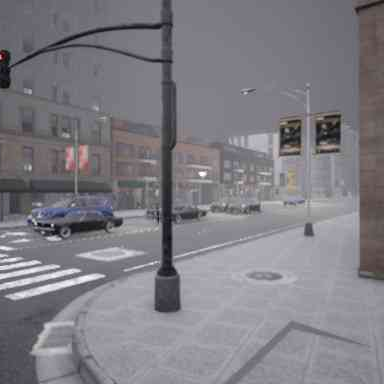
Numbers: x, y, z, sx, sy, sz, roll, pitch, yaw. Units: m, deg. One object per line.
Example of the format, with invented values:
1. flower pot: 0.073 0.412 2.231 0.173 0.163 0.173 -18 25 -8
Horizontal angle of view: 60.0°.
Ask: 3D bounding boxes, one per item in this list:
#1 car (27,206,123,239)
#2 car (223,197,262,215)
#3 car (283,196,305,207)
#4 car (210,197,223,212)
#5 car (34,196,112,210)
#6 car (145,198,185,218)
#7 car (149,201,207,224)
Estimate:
1. car: -6.121 1.687 18.244 1.895 1.301 4.718 0 0 35
2. car: 5.566 1.364 34.773 2.097 1.767 4.553 0 0 36
3. car: 14.573 1.249 47.346 1.882 1.535 5.008 0 0 35
4. car: 3.921 1.368 38.063 2.097 1.767 4.553 0 0 35
5. car: -7.688 1.311 21.671 2.150 2.045 5.566 0 0 35
6. car: -2.063 1.405 29.621 2.097 1.767 4.553 0 0 35
7. car: -0.835 1.652 25.733 1.895 1.301 4.718 0 0 35
